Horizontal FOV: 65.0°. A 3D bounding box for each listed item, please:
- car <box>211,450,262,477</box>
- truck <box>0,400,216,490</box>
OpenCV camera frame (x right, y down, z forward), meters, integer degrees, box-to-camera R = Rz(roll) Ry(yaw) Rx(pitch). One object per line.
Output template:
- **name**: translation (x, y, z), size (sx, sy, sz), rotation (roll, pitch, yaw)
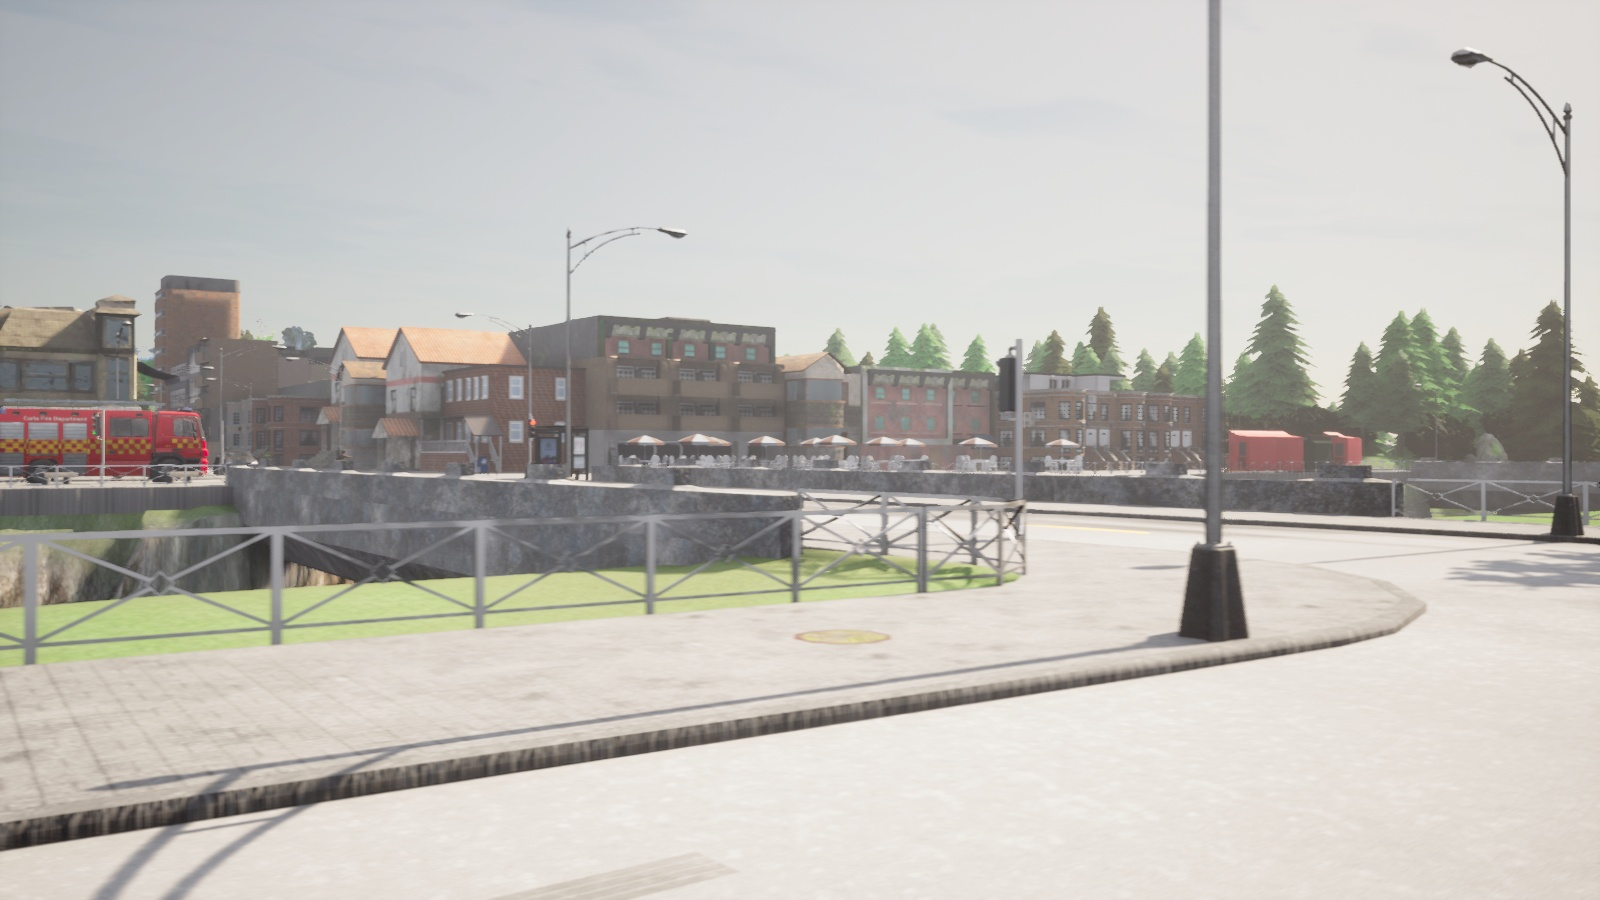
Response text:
- **car**: translation (-36.966, 0.869, 82.281), size (2.242, 1.667, 4.611), rotation (0, 0, -35)
- **truck**: translation (-31.630, -0.212, 57.487), size (8.468, 3.827, 2.891), rotation (0, 0, -35)
